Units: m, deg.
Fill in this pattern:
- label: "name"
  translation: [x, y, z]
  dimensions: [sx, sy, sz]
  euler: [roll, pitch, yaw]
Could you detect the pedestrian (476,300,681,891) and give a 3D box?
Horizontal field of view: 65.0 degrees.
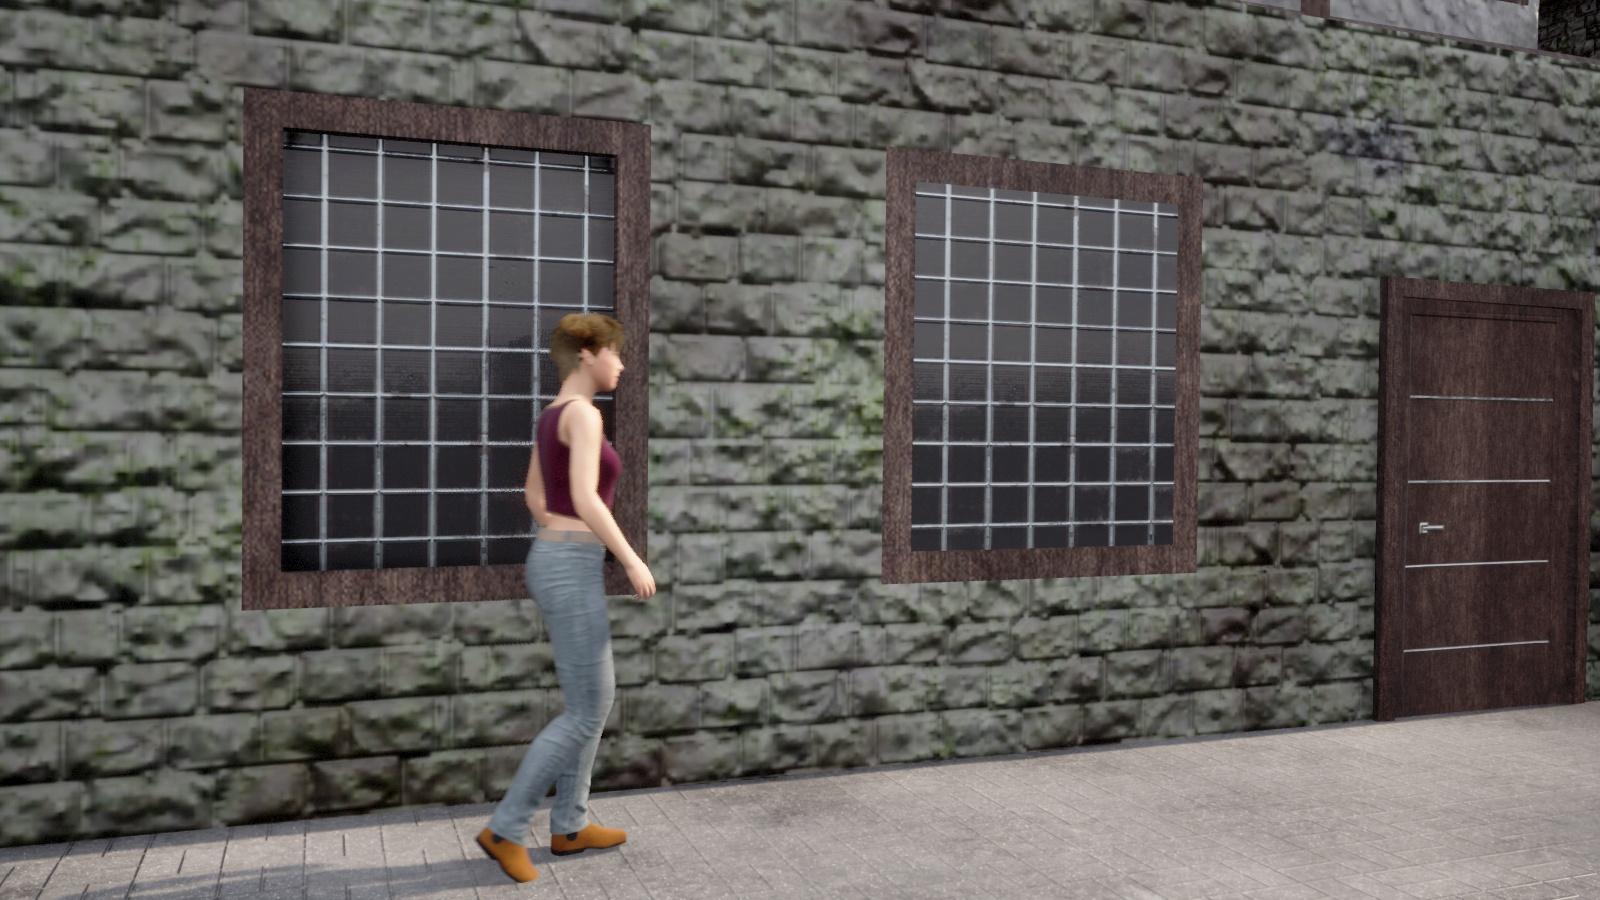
- label: "pedestrian"
  translation: [-0.738, 0.448, 4.159]
  dimensions: [0.594, 1.836, 0.345]
  euler: [-1, 1, -20]
